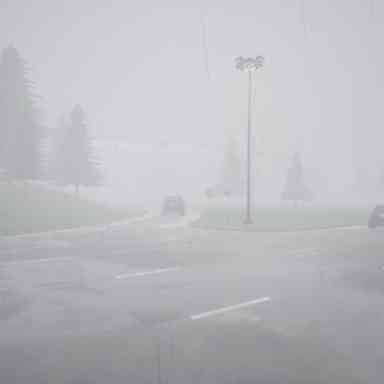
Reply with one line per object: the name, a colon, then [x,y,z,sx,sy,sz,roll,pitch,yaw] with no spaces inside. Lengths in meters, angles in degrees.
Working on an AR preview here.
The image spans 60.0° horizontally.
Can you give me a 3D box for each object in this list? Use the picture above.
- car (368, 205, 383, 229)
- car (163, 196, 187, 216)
car: [13.787,1.593,22.177,4.553,1.767,2.097,1,0,-35]
car: [-1.784,1.411,34.615,2.150,2.045,5.566,1,0,1]
